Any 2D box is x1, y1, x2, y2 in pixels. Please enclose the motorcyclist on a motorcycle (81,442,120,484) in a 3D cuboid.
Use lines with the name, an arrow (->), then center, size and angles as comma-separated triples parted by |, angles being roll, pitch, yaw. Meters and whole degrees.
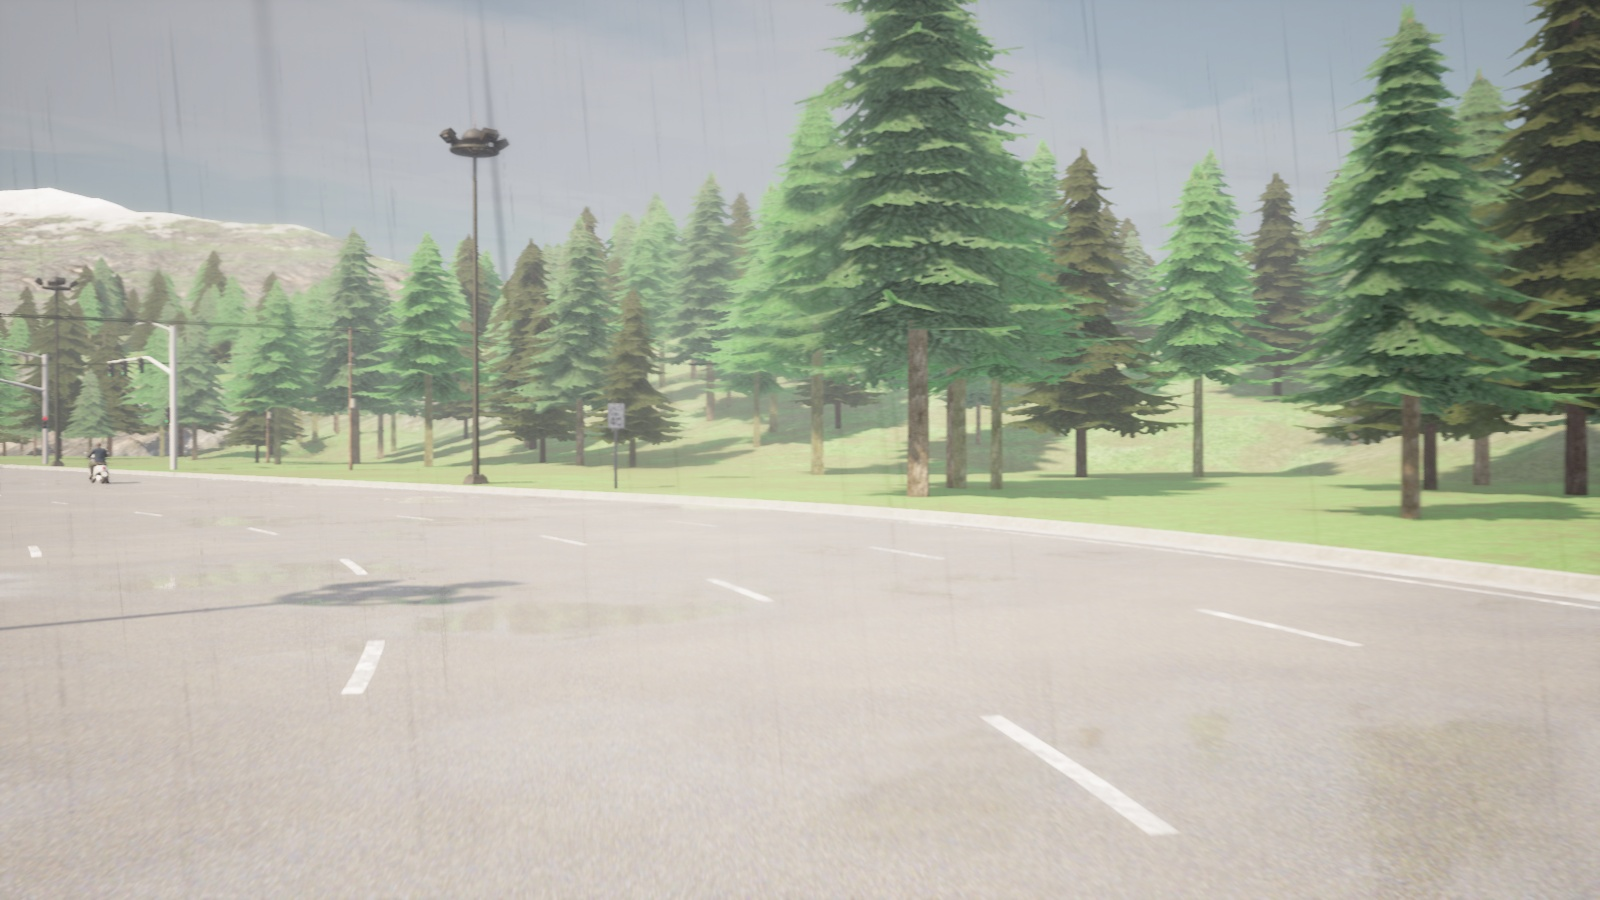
motorcyclist on a motorcycle -> -26.844, 0.473, 48.191 | 0.866, 1.590, 1.817 | 0, 0, -43
